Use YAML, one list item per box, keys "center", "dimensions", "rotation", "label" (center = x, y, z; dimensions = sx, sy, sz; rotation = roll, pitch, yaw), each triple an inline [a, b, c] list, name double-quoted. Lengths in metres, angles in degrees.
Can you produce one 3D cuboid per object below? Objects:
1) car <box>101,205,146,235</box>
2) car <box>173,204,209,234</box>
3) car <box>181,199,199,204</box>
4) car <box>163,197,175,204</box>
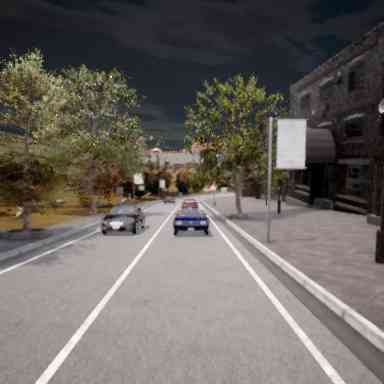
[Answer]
- center: [-3.764, 1.481, 18.861]
  dimensions: [2.128, 1.511, 4.902]
  rotation: [0, 0, -1]
  label: "car"
- center: [-0.066, 1.580, 18.937]
  dimensions: [1.895, 1.301, 4.718]
  rotation: [0, 0, -1]
  label: "car"
- center: [-0.222, 1.486, 36.806]
  dimensions: [1.812, 1.442, 4.674]
  rotation: [0, 0, 0]
  label: "car"
- center: [-4.094, 1.509, 59.999]
  dimensions: [1.994, 1.385, 4.181]
  rotation: [0, 0, 0]
  label: "car"
